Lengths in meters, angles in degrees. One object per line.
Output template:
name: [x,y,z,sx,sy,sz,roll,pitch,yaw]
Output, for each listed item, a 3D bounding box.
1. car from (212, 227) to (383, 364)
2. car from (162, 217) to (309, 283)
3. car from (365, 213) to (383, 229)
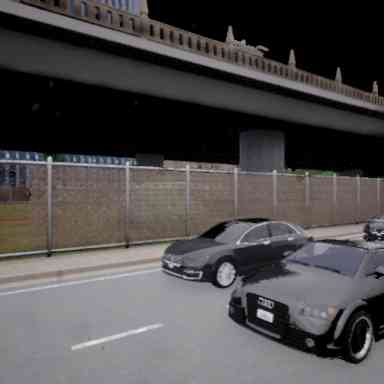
car: [2.658,1.572,5.891,4.181,1.385,1.994,0,0,-36]
car: [1.475,1.515,9.348,4.892,1.490,1.837,0,0,-36]
car: [9.763,1.527,15.261,4.892,1.490,1.837,0,0,-35]
